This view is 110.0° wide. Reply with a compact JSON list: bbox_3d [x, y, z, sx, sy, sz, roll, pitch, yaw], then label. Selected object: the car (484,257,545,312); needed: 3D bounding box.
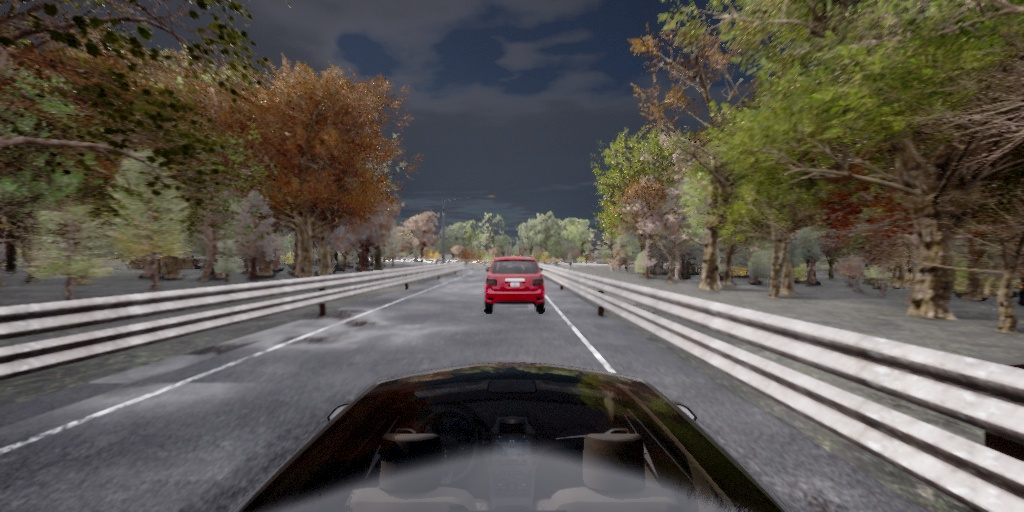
[{"bbox_3d":[0.097,1.045,14.647,2.150,2.045,5.566,0,0,0],"label":"car"}]
